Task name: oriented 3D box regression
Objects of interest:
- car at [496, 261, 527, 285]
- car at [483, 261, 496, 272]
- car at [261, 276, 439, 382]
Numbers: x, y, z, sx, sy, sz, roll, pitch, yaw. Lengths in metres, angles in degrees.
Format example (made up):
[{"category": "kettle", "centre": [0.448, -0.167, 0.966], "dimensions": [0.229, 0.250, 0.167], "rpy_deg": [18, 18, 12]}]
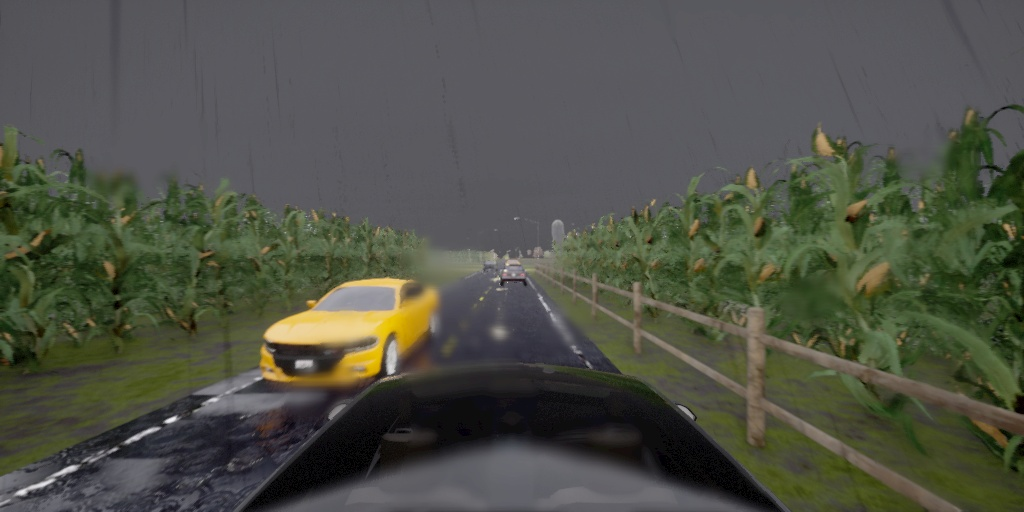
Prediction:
[{"category": "car", "centre": [0.110, 1.304, 26.123], "dimensions": [2.033, 1.411, 5.357], "rpy_deg": [0, 0, 0]}, {"category": "car", "centre": [-2.803, 1.327, 47.639], "dimensions": [2.033, 1.411, 5.357], "rpy_deg": [0, 0, 0]}, {"category": "car", "centre": [-2.842, 1.227, 7.439], "dimensions": [1.882, 1.535, 5.008], "rpy_deg": [0, 0, 0]}]
